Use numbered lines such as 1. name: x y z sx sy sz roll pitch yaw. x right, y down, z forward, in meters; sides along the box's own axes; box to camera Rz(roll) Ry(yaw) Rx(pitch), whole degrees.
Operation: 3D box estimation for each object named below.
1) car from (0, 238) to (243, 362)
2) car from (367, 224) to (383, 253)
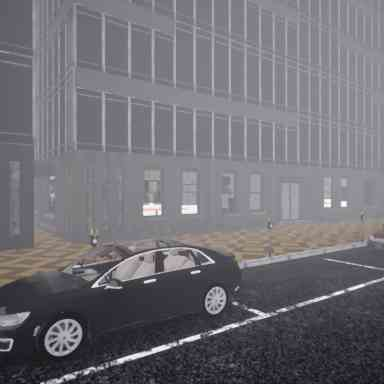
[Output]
1. car: -1.067 1.551 5.793 4.403 1.369 2.008 0 0 -35
2. car: 8.223 1.582 12.373 4.206 1.307 1.802 0 0 -35
